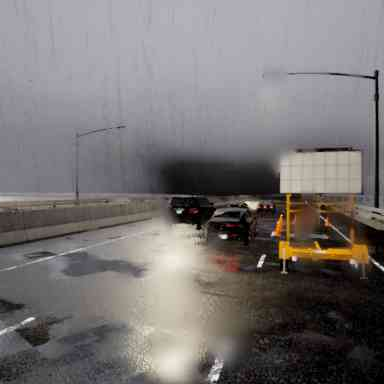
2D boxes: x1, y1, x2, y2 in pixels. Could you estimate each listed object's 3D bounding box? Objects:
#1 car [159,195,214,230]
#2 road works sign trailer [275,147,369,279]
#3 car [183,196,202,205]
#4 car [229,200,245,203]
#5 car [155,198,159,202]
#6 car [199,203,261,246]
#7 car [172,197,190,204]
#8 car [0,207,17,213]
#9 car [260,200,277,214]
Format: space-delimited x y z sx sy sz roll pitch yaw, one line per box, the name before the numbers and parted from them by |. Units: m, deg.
car | 0.063 1.229 21.468 2.150 2.045 5.566 0 0 17
road works sign trailer | 3.909 0.468 10.244 2.380 3.560 2.880 0 0 17
car | 0.190 1.488 58.243 1.882 1.535 5.008 0 0 18
car | 5.267 1.610 38.582 1.895 1.301 4.718 0 0 17
car | -5.483 1.537 63.431 1.812 1.442 4.674 0 0 18
car | 1.955 1.510 15.571 1.837 1.490 4.892 0 0 17
car | -2.037 1.575 62.745 1.994 1.385 4.181 0 0 18
car | -11.703 1.567 19.460 1.994 1.385 4.181 0 0 17
car | 8.023 1.556 35.625 2.033 1.411 5.357 0 0 17
